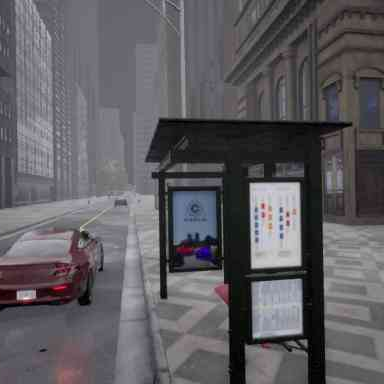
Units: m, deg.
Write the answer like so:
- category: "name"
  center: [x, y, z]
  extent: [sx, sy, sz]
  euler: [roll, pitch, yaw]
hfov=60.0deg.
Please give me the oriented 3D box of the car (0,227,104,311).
- category: "car"
  center: [-3.150, 1.535, 7.759]
  extent: [1.812, 1.442, 4.674]
  euler: [-1, 0, -10]

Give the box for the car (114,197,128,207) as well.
- category: "car"
  center: [-10.987, 1.494, 51.500]
  extent: [1.882, 1.535, 5.008]
  euler: [-1, 0, -10]
